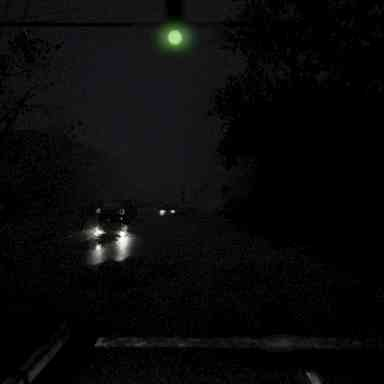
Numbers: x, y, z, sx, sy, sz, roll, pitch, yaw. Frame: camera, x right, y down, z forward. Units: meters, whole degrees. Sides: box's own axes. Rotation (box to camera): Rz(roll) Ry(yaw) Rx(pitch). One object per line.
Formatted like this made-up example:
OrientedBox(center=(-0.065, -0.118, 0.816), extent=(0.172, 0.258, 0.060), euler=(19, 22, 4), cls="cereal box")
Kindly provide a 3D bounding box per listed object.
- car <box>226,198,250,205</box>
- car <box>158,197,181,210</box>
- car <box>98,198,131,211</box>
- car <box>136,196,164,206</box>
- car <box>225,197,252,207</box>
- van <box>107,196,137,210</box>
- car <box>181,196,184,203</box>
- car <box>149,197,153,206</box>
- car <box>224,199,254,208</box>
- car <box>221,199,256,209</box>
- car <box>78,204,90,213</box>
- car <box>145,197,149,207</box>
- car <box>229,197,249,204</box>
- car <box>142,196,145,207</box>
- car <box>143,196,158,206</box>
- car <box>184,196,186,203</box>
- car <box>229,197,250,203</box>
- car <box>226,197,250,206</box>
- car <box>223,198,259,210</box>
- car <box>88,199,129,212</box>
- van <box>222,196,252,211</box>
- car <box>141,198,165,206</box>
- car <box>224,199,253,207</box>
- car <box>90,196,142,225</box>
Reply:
OrientedBox(center=(10.308, 2.168, 74.631), extent=(4.792, 1.488, 2.163), euler=(1, 0, -11), cls="car")
OrientedBox(center=(-3.357, 1.857, 49.527), extent=(1.882, 1.535, 5.008), euler=(0, -1, 5), cls="car")
OrientedBox(center=(-11.312, 1.747, 48.365), extent=(4.553, 1.767, 2.185), euler=(-1, -1, -15), cls="car")
OrientedBox(center=(-8.840, 1.876, 69.389), extent=(5.566, 2.045, 2.435), euler=(-1, -1, -13), cls="car")
OrientedBox(center=(8.692, 1.879, 62.905), extent=(4.553, 1.767, 2.185), euler=(1, -1, -13), cls="car")
OrientedBox(center=(-10.880, 1.682, 51.411), extent=(4.442, 1.987, 1.878), euler=(-1, -1, -15), cls="van")
OrientedBox(center=(-5.589, 2.378, 90.264), extent=(5.008, 1.535, 2.097), euler=(-1, -1, -10), cls="car")
OrientedBox(center=(-10.007, 2.059, 60.385), extent=(4.674, 1.452, 2.002), euler=(-1, -1, -14), cls="car")
OrientedBox(center=(8.017, 1.978, 57.028), extent=(4.674, 1.452, 2.002), euler=(1, -1, -13), cls="car")
OrientedBox(center=(7.517, 1.899, 54.036), extent=(5.366, 1.575, 1.946), euler=(1, 0, -14), cls="car")
OrientedBox(center=(-11.985, 1.836, 42.411), extent=(4.792, 1.488, 2.163), euler=(-1, -1, -16), cls="car")
OrientedBox(center=(-10.346, 2.022, 57.379), extent=(4.674, 1.452, 2.002), euler=(-1, -1, -14), cls="car")
OrientedBox(center=(12.199, 2.146, 86.341), extent=(4.553, 1.767, 2.185), euler=(1, -1, -10), cls="car")
OrientedBox(center=(-10.685, 1.947, 54.381), extent=(4.892, 1.521, 2.231), euler=(-1, -1, -14), cls="car")
OrientedBox(center=(-9.258, 2.131, 66.375), extent=(4.674, 1.452, 2.002), euler=(-1, -1, -13), cls="car")
OrientedBox(center=(-5.234, 2.413, 93.191), extent=(5.366, 1.575, 1.946), euler=(-1, -1, -10), cls="car")
OrientedBox(center=(13.078, 2.333, 92.155), extent=(5.366, 1.575, 1.946), euler=(1, 0, -10), cls="car")
OrientedBox(center=(9.528, 1.947, 68.783), extent=(4.553, 1.767, 2.185), euler=(1, 0, -12), cls="car")
OrientedBox(center=(7.064, 1.710, 48.188), extent=(4.553, 1.767, 2.185), euler=(1, -1, -14), cls="car")
OrientedBox(center=(-11.373, 1.831, 45.411), extent=(5.366, 1.575, 1.946), euler=(-1, -1, -15), cls="car")
OrientedBox(center=(6.713, 1.575, 45.215), extent=(4.442, 1.987, 1.878), euler=(1, 0, -15), cls="van")
OrientedBox(center=(-8.452, 2.164, 72.369), extent=(5.008, 1.535, 2.097), euler=(-1, -1, -12), cls="car")
OrientedBox(center=(8.358, 2.012, 59.970), extent=(4.674, 1.452, 2.002), euler=(1, -1, -13), cls="car")
OrientedBox(center=(-5.208, 1.263, 23.434), extent=(2.097, 1.767, 4.553), euler=(1, 0, 3), cls="car")
